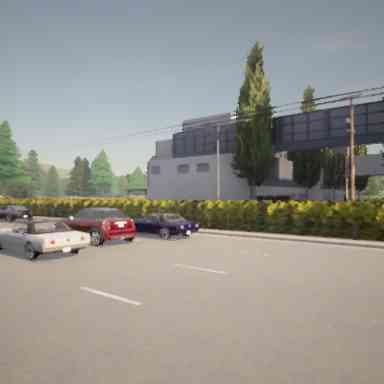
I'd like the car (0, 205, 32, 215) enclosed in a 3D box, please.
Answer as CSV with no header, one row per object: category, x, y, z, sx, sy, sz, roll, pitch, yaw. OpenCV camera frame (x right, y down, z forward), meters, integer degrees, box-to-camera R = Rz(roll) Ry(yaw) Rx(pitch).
car,-15.921,1.909,29.568,4.674,1.442,1.812,-1,-1,38

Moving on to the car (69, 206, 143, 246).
car,-4.952,1.573,16.670,4.553,1.767,2.097,0,-1,38

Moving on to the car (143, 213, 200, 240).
car,-1.933,1.850,18.754,4.718,1.301,1.895,-1,-1,38

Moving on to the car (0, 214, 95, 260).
car,-6.196,1.774,13.202,4.718,1.301,1.895,-1,-1,38
